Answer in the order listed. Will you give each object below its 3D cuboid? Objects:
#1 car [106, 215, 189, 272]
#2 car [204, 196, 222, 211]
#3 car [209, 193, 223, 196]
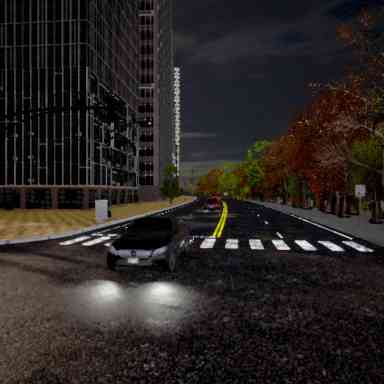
[{"bbox_3d":[-1.225,1.535,11.008,1.812,1.442,4.674,0,0,8],"label":"car"},{"bbox_3d":[2.536,1.541,41.698,1.812,1.442,4.674,0,0,6],"label":"car"},{"bbox_3d":[4.470,1.140,61.826,2.150,2.045,5.566,0,0,5],"label":"car"}]
